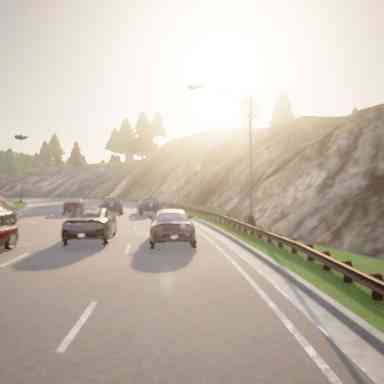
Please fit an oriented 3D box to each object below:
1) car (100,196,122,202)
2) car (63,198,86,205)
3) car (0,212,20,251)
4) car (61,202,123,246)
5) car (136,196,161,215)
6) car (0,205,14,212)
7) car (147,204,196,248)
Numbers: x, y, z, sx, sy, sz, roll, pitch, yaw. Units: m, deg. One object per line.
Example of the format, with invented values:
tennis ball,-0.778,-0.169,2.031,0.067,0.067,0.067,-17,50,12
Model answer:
car,-7.903,1.217,32.567,2.097,1.767,4.553,0,0,-14
car,-11.636,1.356,33.035,1.882,1.535,5.008,0,0,-15
car,-7.565,1.575,11.015,1.895,1.301,4.718,0,0,-5
car,-4.515,1.432,15.095,2.128,1.511,4.902,0,0,-7
car,-4.211,1.203,32.232,2.097,1.767,4.553,0,0,-14
car,-12.446,1.509,20.754,1.994,1.385,4.181,0,0,-10
car,-0.914,1.454,14.426,1.812,1.442,4.674,0,0,-7
